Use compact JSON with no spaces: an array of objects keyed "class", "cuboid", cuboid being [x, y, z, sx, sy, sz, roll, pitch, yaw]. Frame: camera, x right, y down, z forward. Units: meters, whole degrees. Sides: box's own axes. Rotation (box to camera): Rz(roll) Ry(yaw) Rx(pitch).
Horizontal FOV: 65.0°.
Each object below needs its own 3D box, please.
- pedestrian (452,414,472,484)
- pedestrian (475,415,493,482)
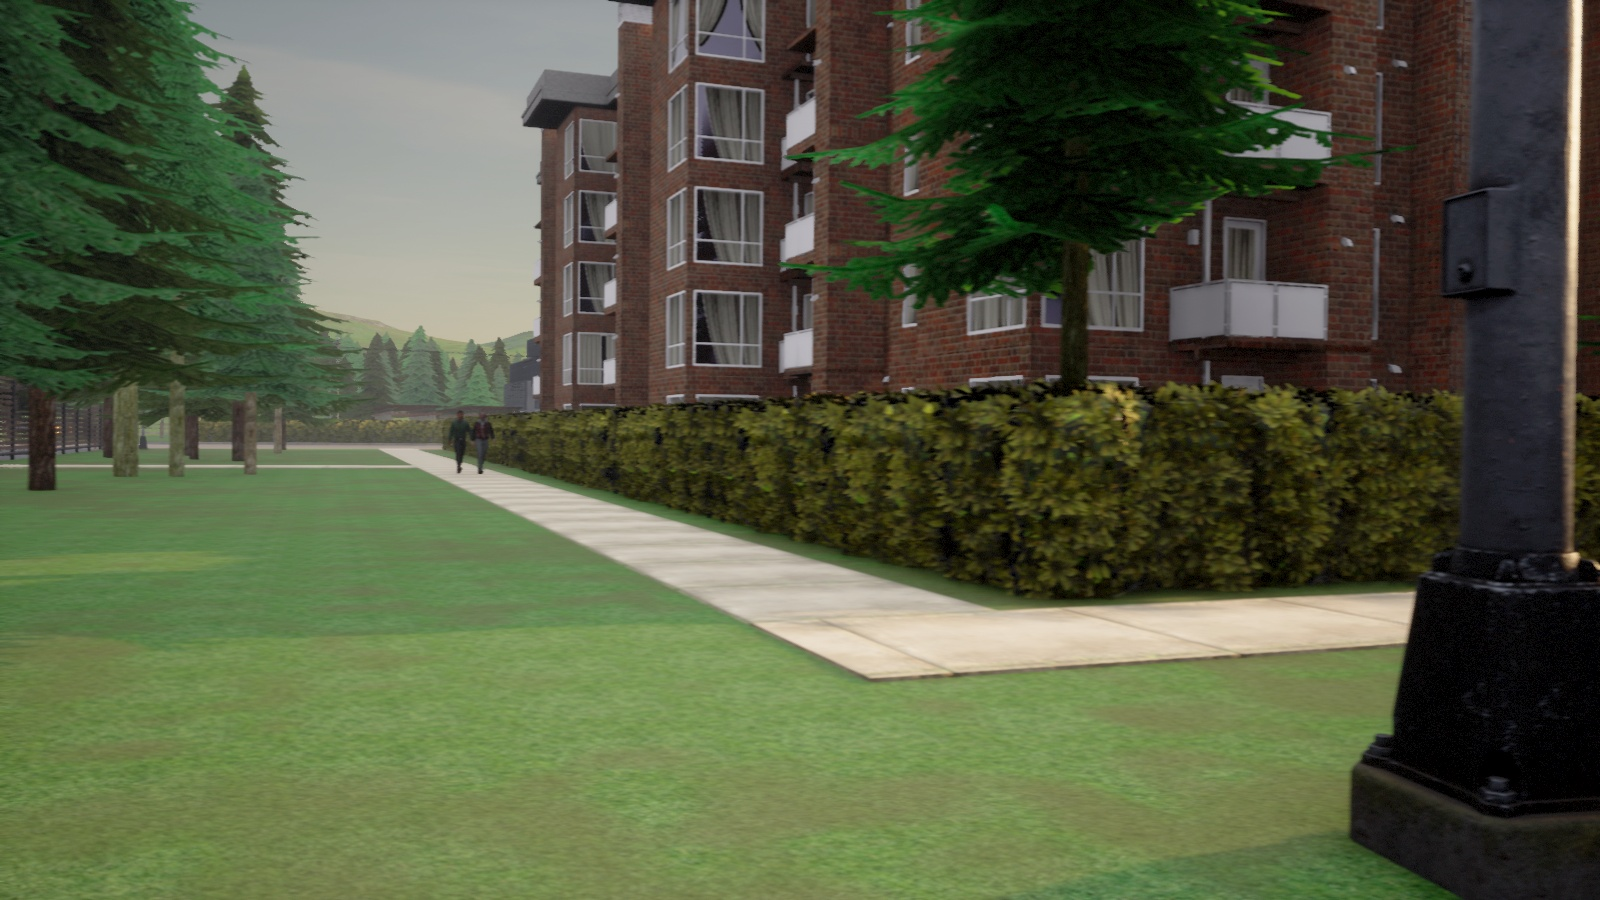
[{"class":"pedestrian","cuboid":[-9.529,-0.046,35.416,0.423,1.949,0.788,-1,1,-21]},{"class":"pedestrian","cuboid":[-8.830,-0.049,35.114,0.376,1.854,0.720,-1,1,-22]}]
